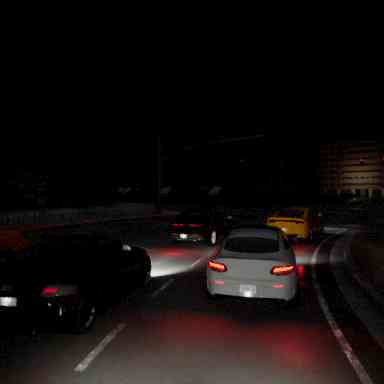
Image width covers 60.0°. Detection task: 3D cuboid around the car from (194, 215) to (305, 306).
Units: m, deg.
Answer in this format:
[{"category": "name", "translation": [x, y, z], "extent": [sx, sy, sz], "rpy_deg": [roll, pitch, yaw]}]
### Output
[{"category": "car", "translation": [1.539, 1.524, 8.032], "extent": [1.812, 1.442, 4.674], "rpy_deg": [0, 0, 14]}]

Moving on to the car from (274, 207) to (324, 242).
[{"category": "car", "translation": [5.237, 1.475, 16.536], "extent": [1.882, 1.535, 5.008], "rpy_deg": [0, 0, 30]}]

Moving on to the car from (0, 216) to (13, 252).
[{"category": "car", "translation": [-8.653, 1.599, 11.182], "extent": [1.895, 1.301, 4.718], "rpy_deg": [0, 0, 17]}]

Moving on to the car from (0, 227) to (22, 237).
[{"category": "car", "translation": [-6.025, 1.476, 7.380], "extent": [1.882, 1.535, 5.008], "rpy_deg": [0, 0, 13]}]

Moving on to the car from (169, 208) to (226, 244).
[{"category": "car", "translation": [0.636, 1.502, 15.441], "extent": [1.837, 1.490, 4.892], "rpy_deg": [0, 0, 24]}]

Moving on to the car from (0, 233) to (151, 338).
[{"category": "car", "translation": [-2.303, 1.563, 6.814], "extent": [1.994, 1.385, 4.181], "rpy_deg": [0, 0, 11]}]
